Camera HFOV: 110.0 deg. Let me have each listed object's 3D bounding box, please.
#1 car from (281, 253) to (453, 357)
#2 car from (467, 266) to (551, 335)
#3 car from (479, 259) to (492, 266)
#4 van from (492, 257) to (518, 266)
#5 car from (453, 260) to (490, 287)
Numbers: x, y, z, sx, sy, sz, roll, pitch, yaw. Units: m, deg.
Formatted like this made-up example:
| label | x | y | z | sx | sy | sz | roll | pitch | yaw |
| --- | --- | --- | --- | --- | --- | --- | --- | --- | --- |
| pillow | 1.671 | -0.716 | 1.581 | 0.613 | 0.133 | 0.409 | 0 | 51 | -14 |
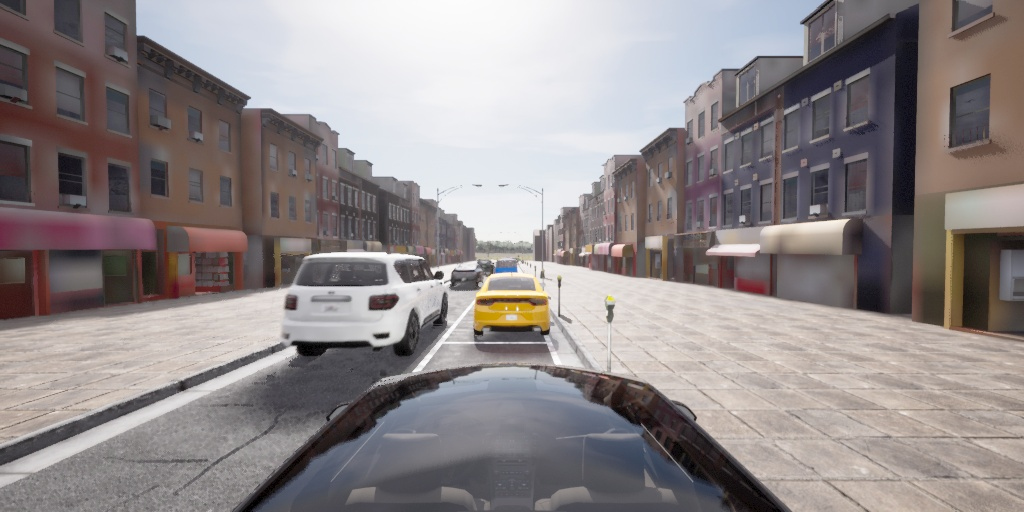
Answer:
| label | x | y | z | sx | sy | sz | roll | pitch | yaw |
| --- | --- | --- | --- | --- | --- | --- | --- | --- | --- |
| car | -3.020 | 0.967 | 8.640 | 2.150 | 2.045 | 5.566 | 0 | 0 | 0 |
| car | -0.005 | 1.224 | 10.502 | 1.882 | 1.535 | 5.008 | 0 | 0 | 0 |
| car | -2.951 | 1.088 | 39.494 | 2.097 | 1.767 | 4.553 | 0 | 0 | 0 |
| van | -0.383 | 1.081 | 27.392 | 1.690 | 1.789 | 3.998 | 0 | 0 | 0 |
| car | -2.952 | 1.233 | 24.442 | 2.128 | 1.511 | 4.902 | 0 | 0 | 0 |
